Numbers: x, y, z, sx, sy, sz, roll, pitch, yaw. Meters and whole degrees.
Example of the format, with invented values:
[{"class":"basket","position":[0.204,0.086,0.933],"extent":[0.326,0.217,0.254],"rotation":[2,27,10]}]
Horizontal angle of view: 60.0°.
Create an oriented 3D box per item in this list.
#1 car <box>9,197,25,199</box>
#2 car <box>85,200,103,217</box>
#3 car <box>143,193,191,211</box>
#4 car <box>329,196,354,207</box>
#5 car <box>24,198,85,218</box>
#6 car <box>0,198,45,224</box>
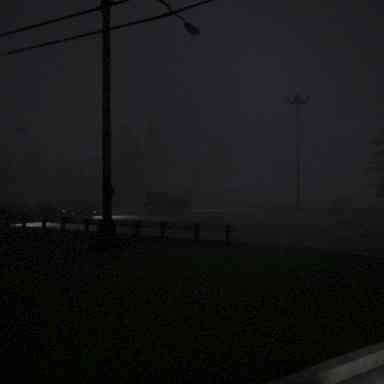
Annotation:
[{"class":"car","position":[-23.479,1.391,45.057],"extent":[4.902,1.511,2.128],"rotation":[0,0,26]},{"class":"car","position":[-10.231,1.421,30.698],"extent":[4.892,1.490,1.837],"rotation":[0,0,26]},{"class":"car","position":[-2.894,1.089,38.933],"extent":[5.566,2.045,2.150],"rotation":[0,1,4]},{"class":"car","position":[21.147,1.300,47.072],"extent":[4.674,1.442,1.812],"rotation":[0,1,-40]},{"class":"car","position":[-11.492,1.457,27.417],"extent":[4.674,1.442,1.812],"rotation":[0,0,26]},{"class":"car","position":[-13.484,1.452,24.498],"extent":[4.892,1.490,1.837],"rotation":[0,0,26]}]
